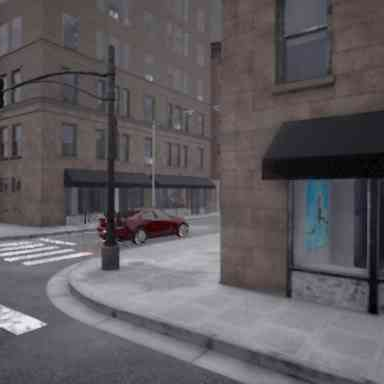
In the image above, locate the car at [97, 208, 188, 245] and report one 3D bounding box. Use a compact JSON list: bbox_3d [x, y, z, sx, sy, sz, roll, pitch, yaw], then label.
[{"bbox_3d":[-2.131,1.497,15.825,1.882,1.535,5.008,0,0,35],"label":"car"}]
